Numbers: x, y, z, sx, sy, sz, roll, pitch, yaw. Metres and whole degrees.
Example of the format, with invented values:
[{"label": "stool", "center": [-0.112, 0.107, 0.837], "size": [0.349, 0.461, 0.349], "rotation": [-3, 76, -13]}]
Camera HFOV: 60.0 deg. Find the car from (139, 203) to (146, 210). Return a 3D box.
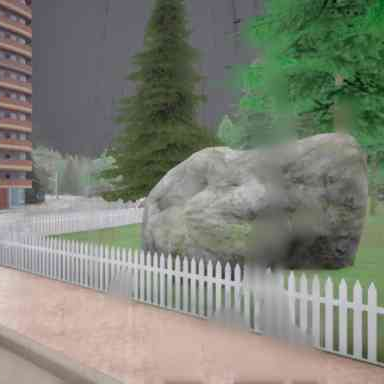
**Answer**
[{"label": "car", "center": [-4.911, 1.493, 39.371], "size": [1.994, 1.385, 4.181], "rotation": [0, 0, 3]}]
